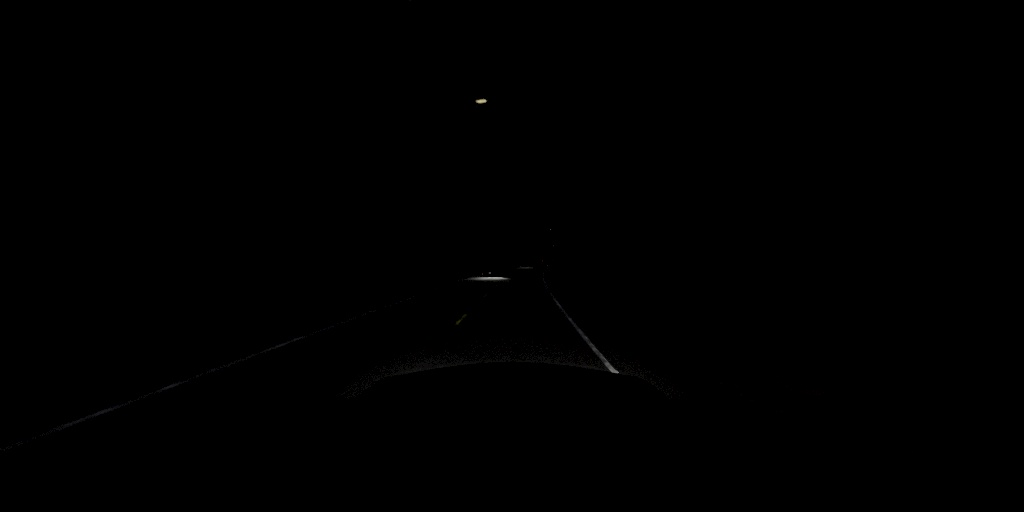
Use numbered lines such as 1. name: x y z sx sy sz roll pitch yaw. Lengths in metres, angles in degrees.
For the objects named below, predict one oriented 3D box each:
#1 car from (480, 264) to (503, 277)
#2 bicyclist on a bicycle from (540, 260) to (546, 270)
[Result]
1. car: -2.058 1.503 37.754 1.994 1.385 4.181 0 0 5
2. bicyclist on a bicycle: 4.955 1.567 60.600 0.582 1.620 1.656 0 -1 8
